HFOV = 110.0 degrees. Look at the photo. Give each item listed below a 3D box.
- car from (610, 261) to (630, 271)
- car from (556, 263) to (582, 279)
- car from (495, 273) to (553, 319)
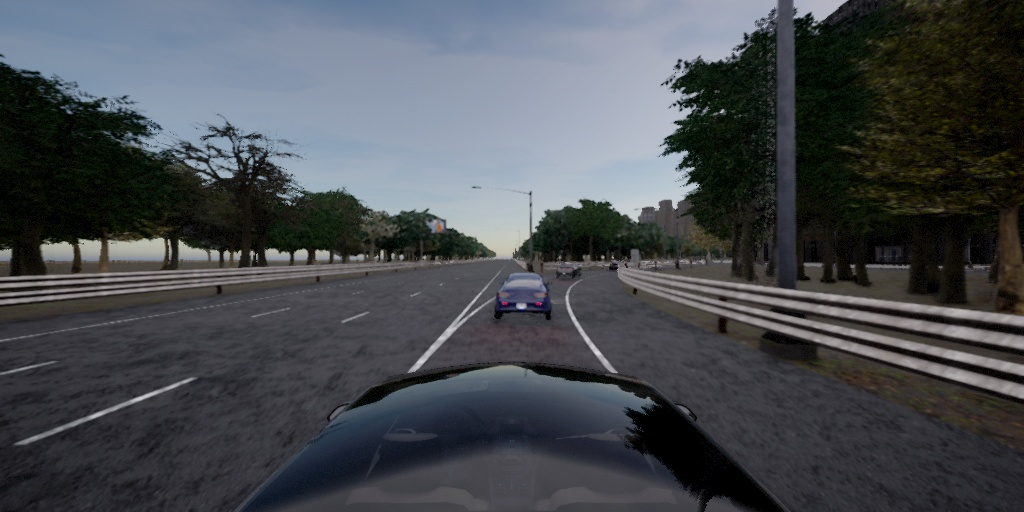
[{"bbox_3d":[16.723,1.507,55.640,1.837,1.490,4.892,-1,-1,36],"label":"car"},{"bbox_3d":[5.713,1.411,35.518,2.128,1.511,4.902,0,0,21],"label":"car"},{"bbox_3d":[0.487,1.342,13.008,1.812,1.442,4.674,0,0,5],"label":"car"}]
